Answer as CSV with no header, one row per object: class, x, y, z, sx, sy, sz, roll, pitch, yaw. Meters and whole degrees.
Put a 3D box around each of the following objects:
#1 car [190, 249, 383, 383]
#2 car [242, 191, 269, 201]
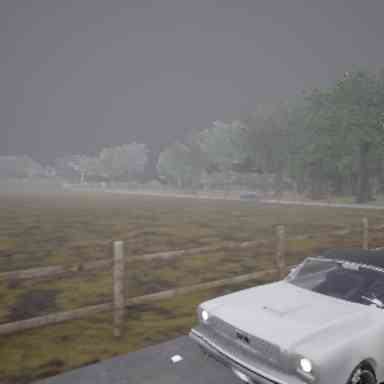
car,2.323,1.594,4.733,4.718,1.301,1.895,0,0,-35
car,9.877,0.629,52.167,1.812,1.442,4.674,0,1,-35
